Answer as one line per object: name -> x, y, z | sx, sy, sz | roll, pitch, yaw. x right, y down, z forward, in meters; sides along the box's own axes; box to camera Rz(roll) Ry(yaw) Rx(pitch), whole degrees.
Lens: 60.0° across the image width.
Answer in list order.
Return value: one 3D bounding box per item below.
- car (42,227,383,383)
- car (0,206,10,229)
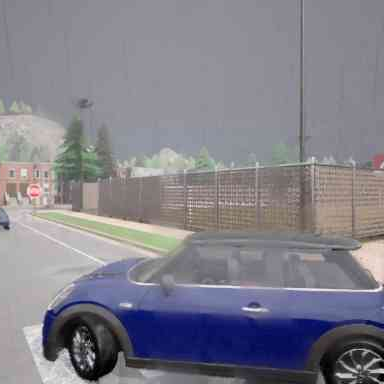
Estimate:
car -> 0.327, 1.349, 4.684 | 4.553, 1.767, 2.097 | 0, 0, 10
car -> -12.586, 1.532, 20.684 | 2.033, 1.411, 5.357 | 0, 0, -35
